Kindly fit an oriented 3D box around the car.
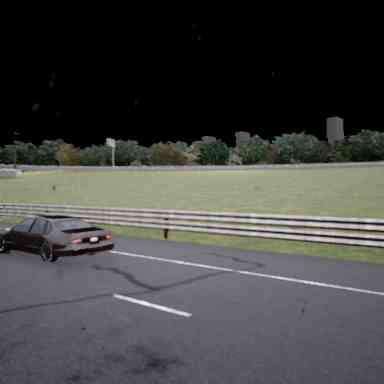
[{"bbox_3d":[-5.137,1.540,11.958,5.357,1.411,2.033,0,0,35],"label":"car"}]
